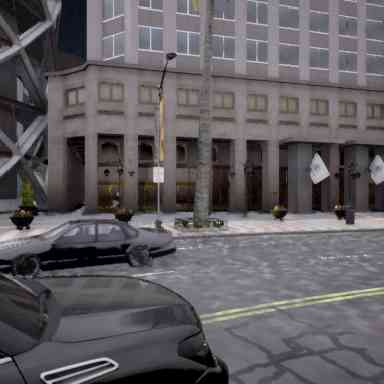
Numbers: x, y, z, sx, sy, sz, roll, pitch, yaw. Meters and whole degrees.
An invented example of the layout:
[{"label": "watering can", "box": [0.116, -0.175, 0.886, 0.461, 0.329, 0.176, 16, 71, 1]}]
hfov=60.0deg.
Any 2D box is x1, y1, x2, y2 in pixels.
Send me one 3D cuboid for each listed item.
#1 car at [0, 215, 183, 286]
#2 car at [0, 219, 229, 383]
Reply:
[{"label": "car", "box": [-3.129, 1.547, 9.911, 5.357, 1.411, 2.033, 0, 0, -28]}, {"label": "car", "box": [-2.359, 1.221, 1.950, 5.566, 2.045, 2.150, 0, 0, -35]}]
